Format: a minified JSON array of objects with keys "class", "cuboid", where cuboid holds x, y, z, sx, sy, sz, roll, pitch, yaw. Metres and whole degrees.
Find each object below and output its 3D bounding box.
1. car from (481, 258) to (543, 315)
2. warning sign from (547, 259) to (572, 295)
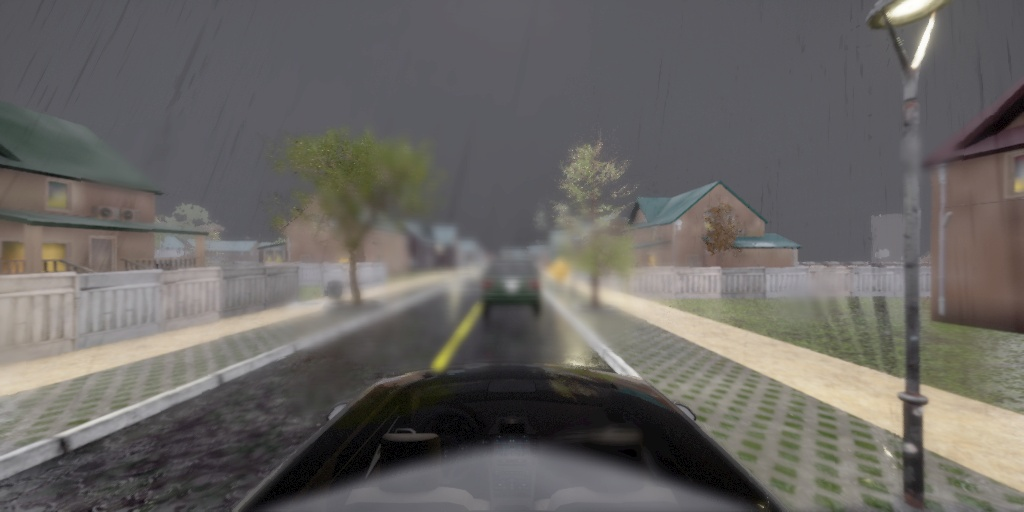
[{"class":"car","cuboid":[0.011,1.108,14.418,2.150,2.045,5.566,0,0,0]},{"class":"warning sign","cuboid":[2.521,1.047,18.838,1.300,1.860,1.060,0,0,0]}]
